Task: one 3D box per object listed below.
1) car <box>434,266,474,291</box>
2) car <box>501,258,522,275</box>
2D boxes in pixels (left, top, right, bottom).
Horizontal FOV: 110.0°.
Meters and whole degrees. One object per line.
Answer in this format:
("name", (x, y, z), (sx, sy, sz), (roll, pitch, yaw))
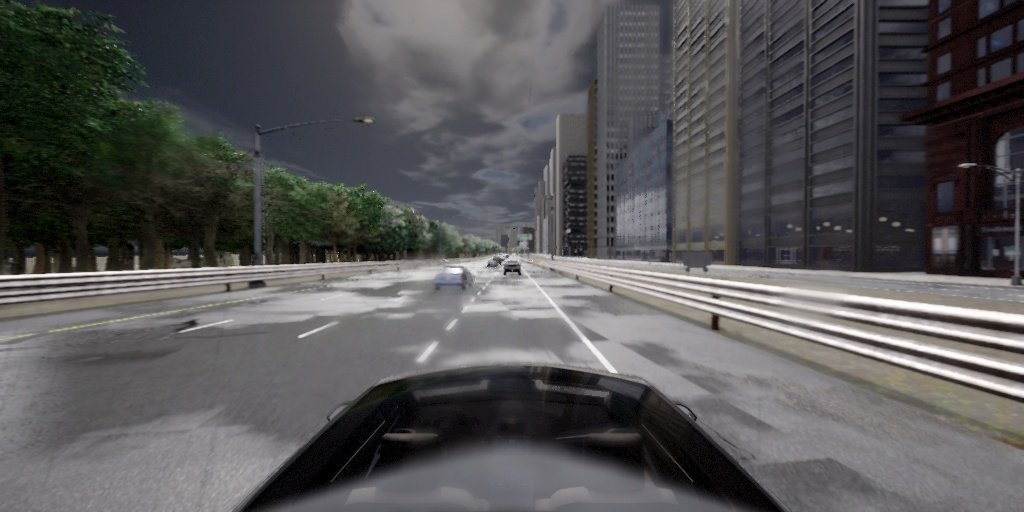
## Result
("car", (-3.518, 1.317, 22.300), (2.033, 1.411, 5.357), (0, 0, 0))
("car", (0.028, 1.305, 40.925), (1.837, 1.490, 4.892), (0, 0, 0))
